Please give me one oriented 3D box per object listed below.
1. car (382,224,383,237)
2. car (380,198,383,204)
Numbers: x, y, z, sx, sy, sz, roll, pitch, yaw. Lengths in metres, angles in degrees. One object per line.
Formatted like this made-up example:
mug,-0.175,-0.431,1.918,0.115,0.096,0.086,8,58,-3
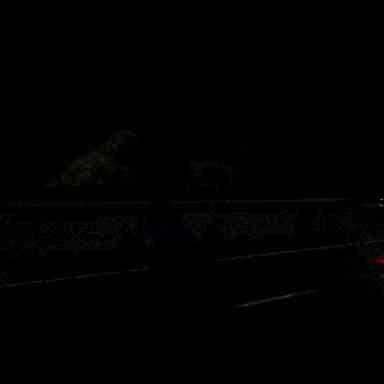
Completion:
car,9.565,1.371,13.038,4.902,1.511,2.128,0,1,-29
car,29.375,1.047,48.307,4.674,1.442,1.812,0,1,-29
